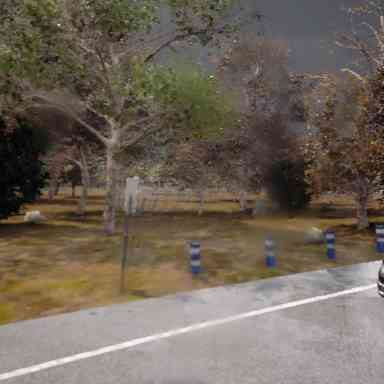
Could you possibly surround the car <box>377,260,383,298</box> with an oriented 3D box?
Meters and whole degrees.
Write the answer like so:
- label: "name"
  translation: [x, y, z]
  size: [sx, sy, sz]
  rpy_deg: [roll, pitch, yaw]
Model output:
- label: "car"
  translation: [6.015, 1.508, 7.055]
  size: [4.902, 1.511, 2.128]
  rpy_deg: [0, 0, -29]
